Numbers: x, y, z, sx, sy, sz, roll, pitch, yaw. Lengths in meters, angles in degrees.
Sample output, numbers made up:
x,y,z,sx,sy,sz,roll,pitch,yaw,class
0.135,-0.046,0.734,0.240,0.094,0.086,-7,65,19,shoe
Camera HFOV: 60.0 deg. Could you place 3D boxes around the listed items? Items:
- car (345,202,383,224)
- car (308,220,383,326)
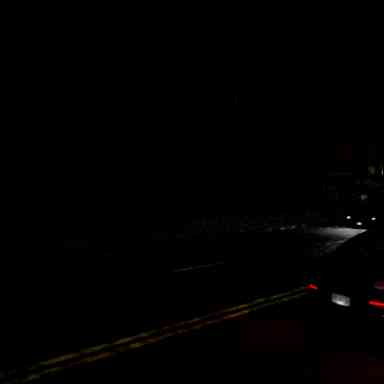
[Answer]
x,y,z,sx,sy,sz,roll,pitch,yaw,class
11.309,1.312,19.736,5.357,1.411,2.033,-1,0,-35,car
4.146,1.445,6.410,4.674,1.442,1.812,-1,1,-35,car
